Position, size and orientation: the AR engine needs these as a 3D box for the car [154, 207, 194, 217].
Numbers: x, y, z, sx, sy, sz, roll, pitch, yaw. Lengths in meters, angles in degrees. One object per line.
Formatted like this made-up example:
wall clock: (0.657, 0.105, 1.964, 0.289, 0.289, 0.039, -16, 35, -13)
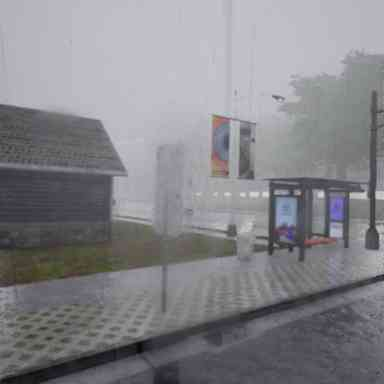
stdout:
car: (-1.852, 1.767, 33.163, 1.895, 1.301, 4.718, 2, -1, -35)
